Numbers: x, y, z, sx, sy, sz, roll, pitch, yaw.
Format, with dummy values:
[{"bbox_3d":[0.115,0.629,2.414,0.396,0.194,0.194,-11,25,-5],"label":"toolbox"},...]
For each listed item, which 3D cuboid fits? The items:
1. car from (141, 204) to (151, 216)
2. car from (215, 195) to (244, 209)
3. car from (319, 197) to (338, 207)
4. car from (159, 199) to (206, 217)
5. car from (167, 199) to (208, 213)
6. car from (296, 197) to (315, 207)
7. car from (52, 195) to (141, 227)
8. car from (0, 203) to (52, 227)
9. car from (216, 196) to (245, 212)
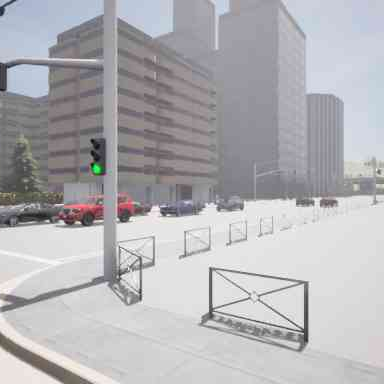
[{"bbox_3d":[-5.953,1.601,30.557,1.895,1.301,4.718,0,0,35],"label":"car"},{"bbox_3d":[5.385,1.352,46.938,2.097,1.767,4.553,0,0,35],"label":"car"},{"bbox_3d":[20.874,1.478,50.652,1.882,1.535,5.008,0,0,35],"label":"car"},{"bbox_3d":[-1.006,1.601,31.569,1.895,1.301,4.718,0,0,35],"label":"car"},{"bbox_3d":[-0.407,1.547,38.601,2.033,1.411,5.357,0,0,35],"label":"car"},{"bbox_3d":[17.950,1.478,52.546,1.882,1.535,5.008,0,0,35],"label":"car"},{"bbox_3d":[-6.550,1.221,23.524,2.150,2.045,5.566,0,0,35],"label":"car"},{"bbox_3d":[-11.213,1.492,22.925,2.128,1.511,4.902,0,0,35],"label":"car"},{"bbox_3d":[4.679,1.526,39.790,1.812,1.442,4.674,0,0,35],"label":"car"}]
